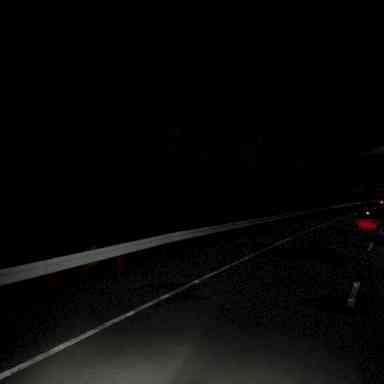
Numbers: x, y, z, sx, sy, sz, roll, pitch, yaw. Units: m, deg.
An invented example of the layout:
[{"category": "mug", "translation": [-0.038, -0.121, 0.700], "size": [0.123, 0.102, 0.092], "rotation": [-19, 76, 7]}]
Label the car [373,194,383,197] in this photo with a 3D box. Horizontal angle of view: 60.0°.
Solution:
[{"category": "car", "translation": [22.050, 1.221, 38.187], "size": [2.150, 2.045, 5.566], "rotation": [0, 0, 35]}]

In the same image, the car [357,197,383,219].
[{"category": "car", "translation": [16.006, 1.505, 29.643], "size": [1.837, 1.490, 4.892], "rotation": [0, 0, 35]}]
